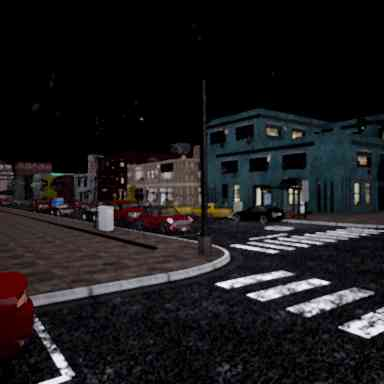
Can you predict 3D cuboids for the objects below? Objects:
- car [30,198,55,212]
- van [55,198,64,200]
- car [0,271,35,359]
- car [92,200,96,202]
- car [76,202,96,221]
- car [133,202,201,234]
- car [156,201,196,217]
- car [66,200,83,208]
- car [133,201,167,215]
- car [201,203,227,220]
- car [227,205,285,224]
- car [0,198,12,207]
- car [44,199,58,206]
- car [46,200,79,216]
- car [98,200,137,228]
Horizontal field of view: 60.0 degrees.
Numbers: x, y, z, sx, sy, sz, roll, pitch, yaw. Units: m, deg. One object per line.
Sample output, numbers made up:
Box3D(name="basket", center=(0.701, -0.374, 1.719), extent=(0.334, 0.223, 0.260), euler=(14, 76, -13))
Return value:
Box3D(name="car", center=(-21.862, 1.911, 47.853), extent=(2.192, 1.841, 5.009), euler=(-2, 0, -37))
Box3D(name="van", center=(-28.612, 2.100, 70.966), extent=(1.690, 1.788, 3.998), euler=(-2, 0, -37))
Box3D(name="car", center=(-4.191, 1.551, 3.571), extent=(4.507, 1.381, 1.887), euler=(0, 0, -36))
Box3D(name="car", center=(-15.138, 1.928, 52.802), extent=(1.967, 1.590, 4.097), euler=(-2, 0, -37))
Box3D(name="car", center=(-8.384, 1.876, 29.690), extent=(2.008, 1.369, 4.403), euler=(-2, 0, -37))
Box3D(name="car", center=(-1.651, 1.630, 20.607), extent=(1.967, 1.590, 4.097), euler=(-2, 0, -37))
Box3D(name="car", center=(-1.765, 1.744, 34.775), extent=(1.752, 1.417, 4.829), euler=(-2, 0, -37))
Box3D(name="car", center=(-21.870, 2.205, 61.885), extent=(1.802, 1.307, 4.206), euler=(-2, 0, -37))
Box3D(name="car", center=(-5.031, 1.835, 39.180), extent=(2.008, 1.369, 4.403), euler=(-2, 0, -37))
Box3D(name="car", center=(1.603, 1.676, 30.234), extent=(1.752, 1.417, 4.829), euler=(-2, 0, -37))
Box3D(name="car", center=(5.074, 1.647, 25.556), extent=(1.947, 1.339, 4.313), euler=(-2, 0, -37))
Box3D(name="car", center=(-42.103, 2.319, 75.074), extent=(2.192, 1.841, 5.009), euler=(-2, 0, -37))
Box3D(name="car", center=(-31.974, 2.371, 75.508), extent=(1.887, 1.381, 4.507), euler=(-2, 0, -37))
Box3D(name="car", center=(-15.121, 2.011, 38.772), extent=(2.008, 1.369, 4.403), euler=(-2, 0, -37))
Box3D(name="car", center=(-5.022, 1.573, 25.147), extent=(2.192, 1.841, 5.009), euler=(-2, 0, -37))
